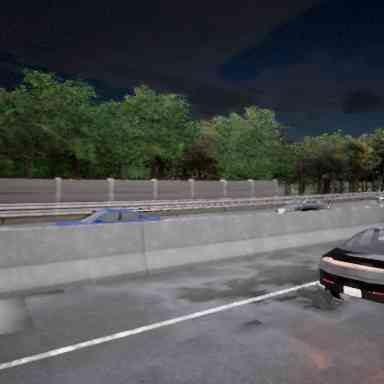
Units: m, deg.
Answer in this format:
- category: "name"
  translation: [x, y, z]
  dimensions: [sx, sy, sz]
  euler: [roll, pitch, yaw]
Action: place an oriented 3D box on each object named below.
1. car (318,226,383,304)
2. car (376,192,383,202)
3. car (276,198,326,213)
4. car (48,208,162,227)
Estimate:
- category: "car"
  translation: [4.709, 1.468, 7.051]
  dimensions: [4.902, 1.511, 2.128]
  euler: [0, 0, -35]
- category: "car"
  translation: [28.179, 0.699, 47.652]
  dimensions: [4.902, 1.511, 2.128]
  euler: [-2, 1, -36]
- category: "car"
  translation: [8.940, 1.295, 27.251]
  dimensions: [4.902, 1.511, 2.128]
  euler: [-1, 1, -34]
- category: "car"
  translation: [-3.635, 1.464, 14.263]
  dimensions: [5.008, 1.535, 1.882]
  euler: [0, 0, -35]
